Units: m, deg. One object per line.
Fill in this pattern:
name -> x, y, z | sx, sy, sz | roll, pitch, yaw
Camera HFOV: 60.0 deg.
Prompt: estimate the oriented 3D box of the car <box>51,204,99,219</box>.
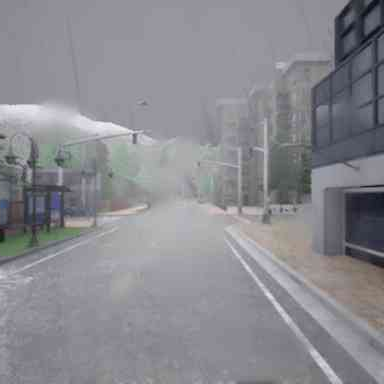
car -> -11.716, 1.970, 33.126 | 4.674, 1.442, 1.812 | 1, -1, -5
